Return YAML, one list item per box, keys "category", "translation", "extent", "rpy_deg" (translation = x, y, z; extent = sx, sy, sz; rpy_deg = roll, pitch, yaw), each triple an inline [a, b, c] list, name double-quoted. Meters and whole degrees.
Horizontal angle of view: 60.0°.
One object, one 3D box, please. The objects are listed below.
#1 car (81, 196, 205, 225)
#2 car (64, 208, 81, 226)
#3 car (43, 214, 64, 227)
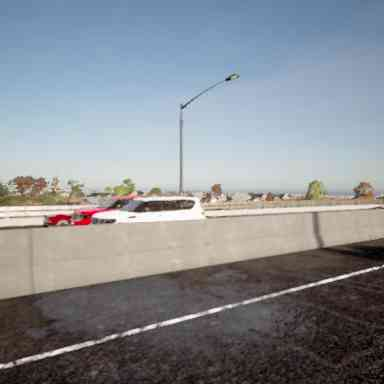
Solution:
- category: "car"
  translation: [-1.918, 1.228, 15.485]
  extent: [5.566, 2.045, 2.150]
  rpy_deg: [0, 0, -35]
- category: "car"
  translation: [-3.774, 1.227, 18.461]
  extent: [5.566, 2.045, 2.150]
  rpy_deg: [0, 0, -35]
- category: "car"
  translation: [-6.653, 1.604, 20.712]
  extent: [4.718, 1.301, 1.895]
  rpy_deg: [0, 0, -35]
